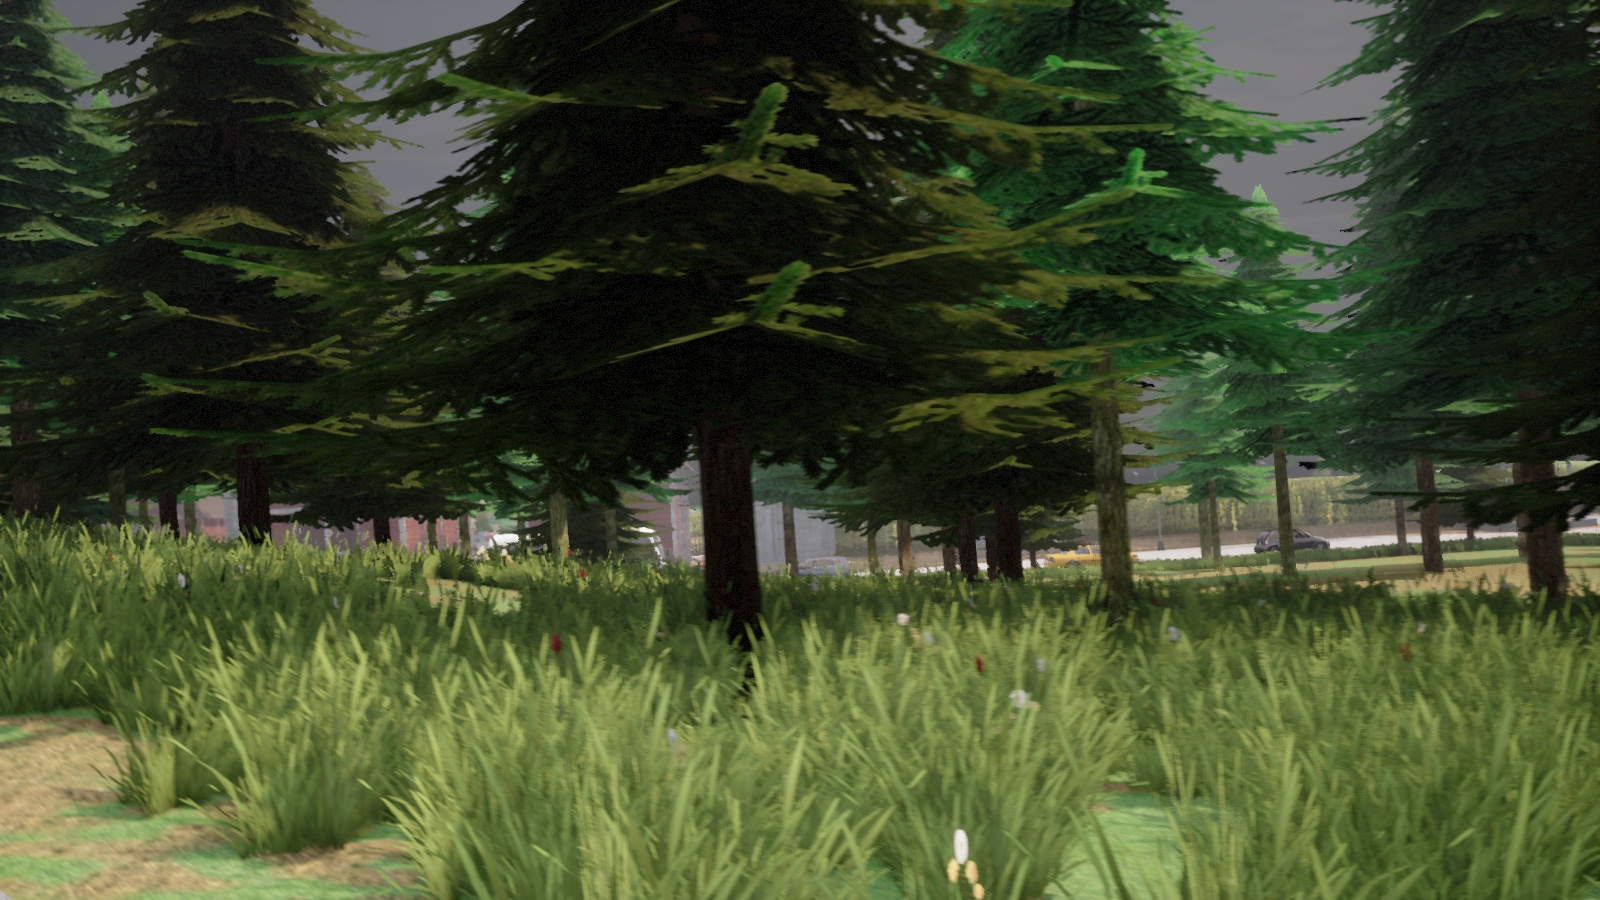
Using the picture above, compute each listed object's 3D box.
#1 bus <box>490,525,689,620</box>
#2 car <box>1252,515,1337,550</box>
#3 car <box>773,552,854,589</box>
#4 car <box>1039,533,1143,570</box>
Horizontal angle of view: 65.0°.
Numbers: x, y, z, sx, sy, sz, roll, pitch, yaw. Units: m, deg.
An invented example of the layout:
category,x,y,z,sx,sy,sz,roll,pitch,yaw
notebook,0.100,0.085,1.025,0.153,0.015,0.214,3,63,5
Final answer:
category,x,y,z,sx,sy,sz,roll,pitch,yaw
bus,-11.666,6.782,70.514,10.273,4.253,3.944,-5,-2,-2
car,28.318,4.729,72.006,3.988,1.617,1.851,-5,-2,-2
car,0.764,7.115,74.441,4.611,1.667,2.242,-5,-2,-2
car,16.537,5.751,71.548,5.366,1.575,1.801,-5,-2,-2
